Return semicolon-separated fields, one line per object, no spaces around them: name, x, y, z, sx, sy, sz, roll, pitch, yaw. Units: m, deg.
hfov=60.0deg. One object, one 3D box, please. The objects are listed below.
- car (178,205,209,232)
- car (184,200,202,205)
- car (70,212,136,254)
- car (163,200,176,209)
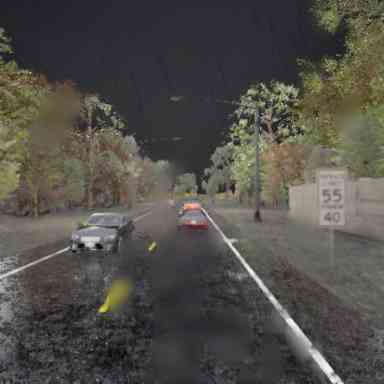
car;0.100;1.791;21.966;1.994;1.385;4.181;0;-1;0
car;0.084;1.746;40.250;2.097;1.767;4.553;0;-1;0
car;-3.597;1.632;14.178;2.128;1.511;4.902;1;-1;0
car;-3.575;2.042;54.771;1.812;1.442;4.674;0;0;0
